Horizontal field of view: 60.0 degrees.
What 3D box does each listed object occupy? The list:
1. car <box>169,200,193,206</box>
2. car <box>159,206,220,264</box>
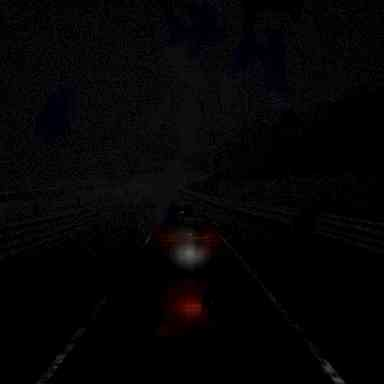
[{"bbox_3d":[-0.932,1.410,28.346,1.882,1.535,5.008,0,0,-4],"label":"car"},{"bbox_3d":[-0.117,1.476,11.731,1.837,1.490,4.892,0,0,-1],"label":"car"}]
